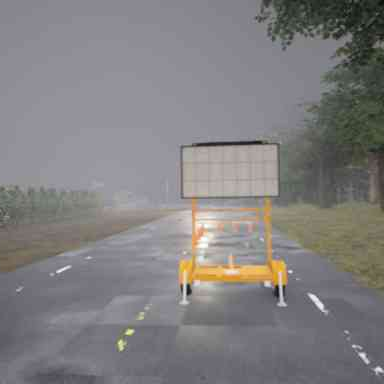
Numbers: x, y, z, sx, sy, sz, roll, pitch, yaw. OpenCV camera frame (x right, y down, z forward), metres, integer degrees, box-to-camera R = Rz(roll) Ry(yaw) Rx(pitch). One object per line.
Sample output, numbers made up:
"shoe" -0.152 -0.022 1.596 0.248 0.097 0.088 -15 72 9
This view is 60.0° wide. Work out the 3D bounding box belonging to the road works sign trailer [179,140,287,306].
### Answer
"road works sign trailer" 0.952 0.556 8.286 2.380 3.560 2.880 -1 -1 6
